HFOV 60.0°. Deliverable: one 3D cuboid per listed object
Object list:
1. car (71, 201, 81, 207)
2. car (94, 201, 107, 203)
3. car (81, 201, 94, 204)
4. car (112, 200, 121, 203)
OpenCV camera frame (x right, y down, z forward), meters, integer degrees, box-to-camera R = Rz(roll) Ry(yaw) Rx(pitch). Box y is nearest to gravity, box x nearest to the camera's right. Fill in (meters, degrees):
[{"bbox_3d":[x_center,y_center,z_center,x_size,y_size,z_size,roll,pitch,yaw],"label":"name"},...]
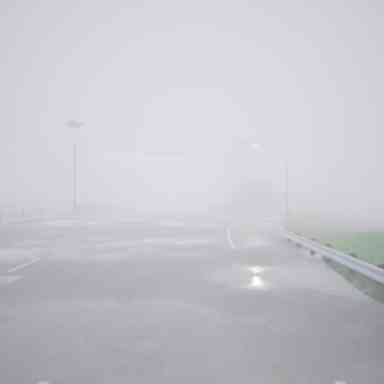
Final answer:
[{"bbox_3d":[-30.792,3.287,88.934,1.837,1.490,4.892,0,-2,1],"label":"car"},{"bbox_3d":[-23.792,3.287,88.844,1.837,1.490,4.892,0,-2,1],"label":"car"},{"bbox_3d":[-27.292,3.381,88.856,1.895,1.301,4.718,0,-2,1],"label":"car"},{"bbox_3d":[-20.293,3.327,88.797,2.033,1.411,5.357,0,-2,1],"label":"car"}]
